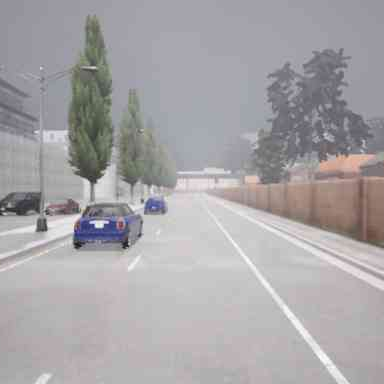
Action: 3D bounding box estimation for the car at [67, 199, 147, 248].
[{"bbox_3d":[-3.404,1.243,14.327,2.097,1.767,4.553,0,0,0],"label":"car"}]

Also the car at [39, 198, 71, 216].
[{"bbox_3d":[-11.596,1.298,30.057,1.812,1.442,4.674,0,0,0],"label":"car"}]

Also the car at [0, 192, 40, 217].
[{"bbox_3d":[-15.098,1.002,29.362,2.150,2.045,5.566,0,0,0],"label":"car"}]

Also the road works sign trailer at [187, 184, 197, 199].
[{"bbox_3d":[0.002,-0.158,82.510,2.380,3.560,2.880,0,0,0],"label":"road works sign trailer"}]

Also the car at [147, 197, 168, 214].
[{"bbox_3d":[-3.401,1.235,32.097,1.882,1.535,5.008,0,0,0],"label":"car"}]
